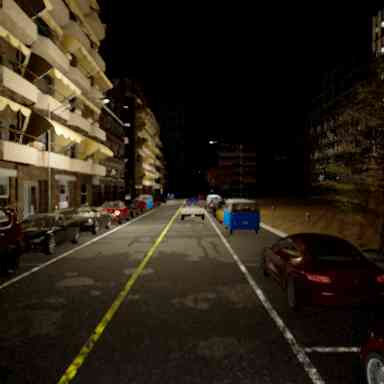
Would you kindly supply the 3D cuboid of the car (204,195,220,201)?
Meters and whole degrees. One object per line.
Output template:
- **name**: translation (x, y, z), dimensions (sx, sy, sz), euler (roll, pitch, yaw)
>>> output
- **car**: translation (2.637, 1.385, 35.099), dimensions (1.967, 1.590, 4.097), euler (0, 0, 0)

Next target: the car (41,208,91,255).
- **car**: translation (-5.711, 1.527, 12.982), dimensions (2.008, 1.369, 4.403), euler (0, 0, 0)

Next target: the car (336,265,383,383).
- **car**: translation (2.683, 1.578, 1.941), dimensions (1.802, 1.307, 4.206), euler (0, 0, 0)

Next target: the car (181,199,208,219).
- **car**: translation (0.065, 1.554, 28.003), dimensions (1.895, 1.301, 4.718), euler (0, 0, 0)

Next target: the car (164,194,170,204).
- **car**: translation (-5.780, 1.487, 62.721), dimensions (1.947, 1.339, 4.313), euler (0, 0, 0)

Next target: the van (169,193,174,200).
- **van**: translation (-5.820, 1.255, 90.354), dimensions (1.690, 1.788, 3.998), euler (0, 0, 0)

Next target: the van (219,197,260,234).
- **van**: translation (2.659, 1.308, 18.520), dimensions (1.690, 1.788, 3.998), euler (0, 0, 0)

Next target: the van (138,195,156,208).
- **van**: translation (-5.751, 1.281, 40.615), dimensions (1.690, 1.788, 3.998), euler (0, 0, 0)

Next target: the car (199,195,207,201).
- **car**: translation (2.577, 1.459, 79.313), dimensions (1.887, 1.381, 4.507), euler (0, 0, 0)

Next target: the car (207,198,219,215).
- **car**: translation (2.646, 1.517, 29.573), dimensions (1.947, 1.339, 4.313), euler (0, 0, 0)

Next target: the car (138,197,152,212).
- **car**: translation (-5.742, 1.490, 35.088), dimensions (1.887, 1.381, 4.507), euler (0, 0, 0)

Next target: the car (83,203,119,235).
- **car**: translation (-5.719, 1.518, 18.509), dimensions (2.008, 1.369, 4.403), euler (0, 0, 0)

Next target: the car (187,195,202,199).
- **car**: translation (0.042, 1.412, 45.721), dimensions (1.882, 1.535, 5.008), euler (0, 0, 0)

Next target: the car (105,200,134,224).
- **car**: translation (-5.727, 1.399, 24.034), dimensions (1.967, 1.590, 4.097), euler (0, 0, 0)

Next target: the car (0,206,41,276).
- **car**: translation (-5.706, 1.301, 7.455), dimensions (2.192, 1.841, 5.009), euler (0, 0, 0)

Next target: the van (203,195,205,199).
- **van**: translation (2.629, 1.280, 40.627), dimensions (1.690, 1.788, 3.998), euler (0, 0, 0)

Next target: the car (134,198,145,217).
- **car**: translation (-5.734, 1.518, 29.562), dimensions (1.947, 1.339, 4.313), euler (0, 0, 0)

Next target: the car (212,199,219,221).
- **car**: translation (2.653, 1.484, 24.216), dimensions (1.752, 1.417, 4.829), euler (0, 0, 0)

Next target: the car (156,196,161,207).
- **car**: translation (-5.757, 1.516, 46.141), dimensions (1.802, 1.307, 4.206), euler (0, 0, 0)

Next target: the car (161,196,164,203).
- **car**: translation (-5.765, 1.512, 51.668), dimensions (1.802, 1.307, 4.206), euler (0, 0, 0)

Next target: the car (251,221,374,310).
- **car**: translation (2.676, 1.568, 7.466), dimensions (1.802, 1.307, 4.206), euler (0, 0, 0)

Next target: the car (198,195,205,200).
- **car**: translation (2.562, 1.458, 90.365), dimensions (1.887, 1.381, 4.507), euler (0, 0, 0)
